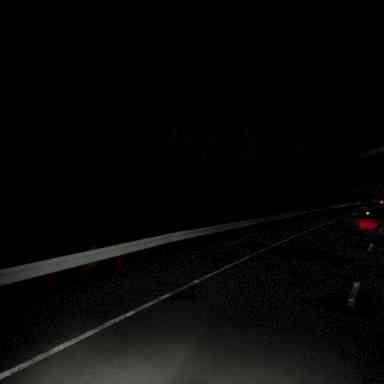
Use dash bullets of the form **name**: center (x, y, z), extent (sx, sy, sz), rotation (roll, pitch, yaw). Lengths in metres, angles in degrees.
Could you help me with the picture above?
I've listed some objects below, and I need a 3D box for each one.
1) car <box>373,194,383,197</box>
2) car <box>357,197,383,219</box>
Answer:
- **car**: center (22.050, 1.221, 38.188), extent (2.150, 2.045, 5.566), rotation (0, 0, 35)
- **car**: center (16.006, 1.505, 29.643), extent (1.837, 1.490, 4.892), rotation (0, 0, 35)
